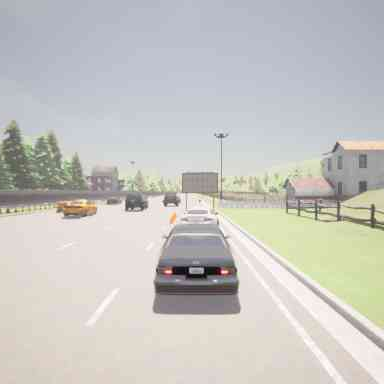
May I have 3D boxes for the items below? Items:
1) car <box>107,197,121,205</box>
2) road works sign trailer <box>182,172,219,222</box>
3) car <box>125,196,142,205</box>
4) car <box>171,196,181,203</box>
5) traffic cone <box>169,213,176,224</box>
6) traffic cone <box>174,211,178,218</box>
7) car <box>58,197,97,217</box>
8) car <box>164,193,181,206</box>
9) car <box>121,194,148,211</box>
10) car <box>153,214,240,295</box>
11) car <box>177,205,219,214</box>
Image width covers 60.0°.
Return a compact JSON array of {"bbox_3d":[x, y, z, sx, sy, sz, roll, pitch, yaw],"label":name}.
[{"bbox_3d":[-13.808,1.532,59.223,1.812,1.442,4.674,0,0,0],"label":"car"},{"bbox_3d":[0.524,0.467,22.085,2.380,3.560,2.880,0,0,-3],"label":"road works sign trailer"},{"bbox_3d":[-10.308,1.497,58.667,2.128,1.511,4.902,0,0,0],"label":"car"},{"bbox_3d":[-3.292,1.571,68.604,1.994,1.385,4.181,0,0,0],"label":"car"},{"bbox_3d":[-1.451,1.958,23.207,0.340,0.580,0.340,0,0,0],"label":"traffic cone"},{"bbox_3d":[-1.448,1.958,25.207,0.340,0.580,0.340,0,0,0],"label":"traffic cone"},{"bbox_3d":[-10.351,1.481,31.119,1.882,1.535,5.008,0,0,0],"label":"car"},{"bbox_3d":[-3.316,1.227,53.389,2.150,2.045,5.566,0,0,0],"label":"car"},{"bbox_3d":[-6.835,1.226,41.355,2.150,2.045,5.566,0,0,0],"label":"car"},{"bbox_3d":[0.111,1.548,8.850,2.033,1.411,5.357,0,0,1],"label":"car"},{"bbox_3d":[0.454,1.543,18.471,1.812,1.442,4.674,-1,-1,7],"label":"car"}]
